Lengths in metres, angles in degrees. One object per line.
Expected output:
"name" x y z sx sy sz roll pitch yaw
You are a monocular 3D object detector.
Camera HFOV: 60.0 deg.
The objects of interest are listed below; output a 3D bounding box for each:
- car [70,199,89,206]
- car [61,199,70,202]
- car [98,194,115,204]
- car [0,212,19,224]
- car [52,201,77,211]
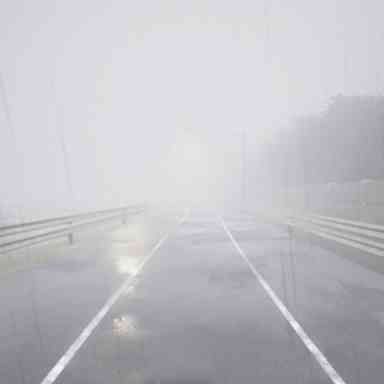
"car" -27.339 2.431 82.100 2.097 1.767 4.553 0 3 10
"car" -30.783 2.579 82.733 2.128 1.511 4.902 0 3 10
"car" -22.869 2.178 87.403 2.097 1.767 4.553 0 3 10
"car" -29.040 3.963 51.783 1.837 1.490 4.892 0 3 10
"car" -26.272 3.287 67.765 2.033 1.411 5.357 0 3 10
